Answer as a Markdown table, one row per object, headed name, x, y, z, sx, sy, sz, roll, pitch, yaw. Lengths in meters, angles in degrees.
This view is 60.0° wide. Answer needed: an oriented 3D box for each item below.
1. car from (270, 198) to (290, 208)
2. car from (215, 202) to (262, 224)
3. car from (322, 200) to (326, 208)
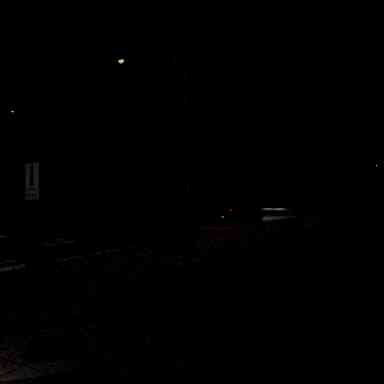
| name | x | y | z | sx | sy | sz | roll | pitch | yaw |
| --- | --- | --- | --- | --- | --- | --- | --- | --- | --- |
| car | 13.088 | 1.614 | 49.102 | 1.812 | 1.442 | 4.674 | -1 | -1 | 35 |
| car | 3.490 | 1.470 | 24.359 | 2.128 | 1.511 | 4.902 | -1 | 0 | 35 |
| car | 20.166 | 1.577 | 47.846 | 2.033 | 1.411 | 5.357 | -1 | -1 | 35 |
